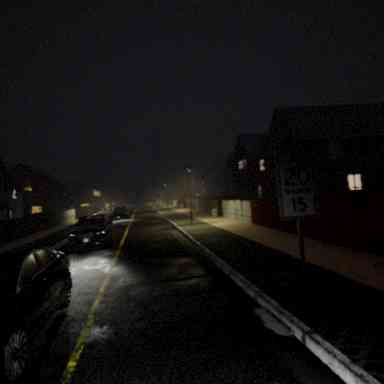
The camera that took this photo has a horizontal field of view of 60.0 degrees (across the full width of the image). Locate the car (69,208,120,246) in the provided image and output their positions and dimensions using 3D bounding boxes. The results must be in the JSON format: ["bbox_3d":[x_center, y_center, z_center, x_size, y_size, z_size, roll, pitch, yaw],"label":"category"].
[{"bbox_3d":[-5.166,1.950,17.421,2.128,1.511,4.902,-5,0,-9],"label":"car"}]

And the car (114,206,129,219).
[{"bbox_3d":[-8.240,2.339,38.067,2.033,1.411,5.357,-5,0,-8],"label":"car"}]

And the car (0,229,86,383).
[{"bbox_3d":[-3.379,1.778,5.633,2.128,1.511,4.902,-5,0,-8],"label":"car"}]
